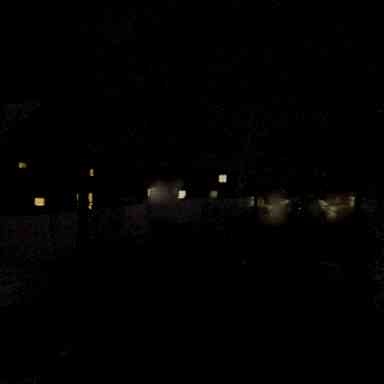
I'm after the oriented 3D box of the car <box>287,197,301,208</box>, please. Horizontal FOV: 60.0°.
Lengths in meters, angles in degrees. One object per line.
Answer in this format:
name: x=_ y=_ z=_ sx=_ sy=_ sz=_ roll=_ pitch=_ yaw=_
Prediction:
car: x=15.575 y=1.559 z=50.479 sx=1.812 sy=1.442 sz=4.674 roll=1 pitch=0 yaw=19
